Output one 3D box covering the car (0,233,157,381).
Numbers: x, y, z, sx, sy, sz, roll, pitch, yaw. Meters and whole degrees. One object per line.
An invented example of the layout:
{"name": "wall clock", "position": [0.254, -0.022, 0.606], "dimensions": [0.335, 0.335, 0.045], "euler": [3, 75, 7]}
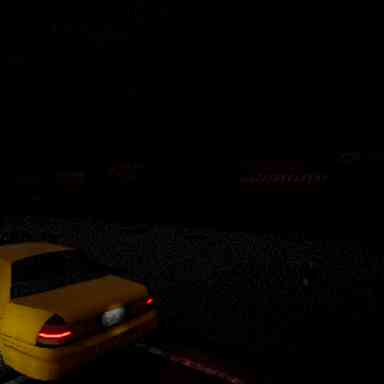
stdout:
{"name": "car", "position": [-3.015, 1.459, 5.438], "dimensions": [5.366, 1.575, 1.801], "euler": [0, 0, 36]}
